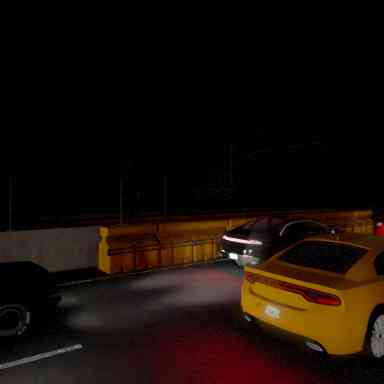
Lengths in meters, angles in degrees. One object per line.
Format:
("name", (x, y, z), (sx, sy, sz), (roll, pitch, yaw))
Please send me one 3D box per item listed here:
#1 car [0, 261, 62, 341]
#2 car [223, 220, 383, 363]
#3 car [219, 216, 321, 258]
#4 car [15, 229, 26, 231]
("car", (-4.502, 1.601, 4.833), (4.718, 1.301, 1.895), (0, 0, -36))
("car", (3.111, 1.478, 5.969), (5.008, 1.535, 1.882), (0, 0, -36))
("car", (3.074, 1.492, 10.240), (4.902, 1.511, 2.128), (0, 0, -36))
("car", (-10.860, 1.493, 17.625), (4.902, 1.511, 2.128), (0, 0, -35))
